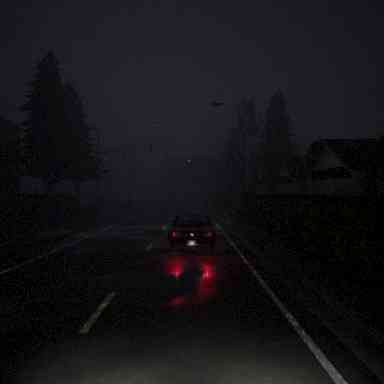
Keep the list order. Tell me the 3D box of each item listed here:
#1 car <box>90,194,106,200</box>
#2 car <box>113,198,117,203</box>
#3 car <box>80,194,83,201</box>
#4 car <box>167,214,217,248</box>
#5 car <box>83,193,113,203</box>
[{"bbox_3d":[-24.043,1.317,85.183,3.633,1.501,1.845,0,0,-1],"label":"car"},{"bbox_3d":[-16.184,1.359,62.818,3.806,1.475,1.970,0,0,-1],"label":"car"},{"bbox_3d":[-24.025,1.296,75.190,4.514,1.523,2.007,0,0,-1],"label":"car"},{"bbox_3d":[0.000,1.614,14.680,1.895,1.301,4.718,0,0,0],"label":"car"},{"bbox_3d":[-16.776,1.074,59.490,3.866,1.878,1.905,0,0,-1],"label":"car"}]
